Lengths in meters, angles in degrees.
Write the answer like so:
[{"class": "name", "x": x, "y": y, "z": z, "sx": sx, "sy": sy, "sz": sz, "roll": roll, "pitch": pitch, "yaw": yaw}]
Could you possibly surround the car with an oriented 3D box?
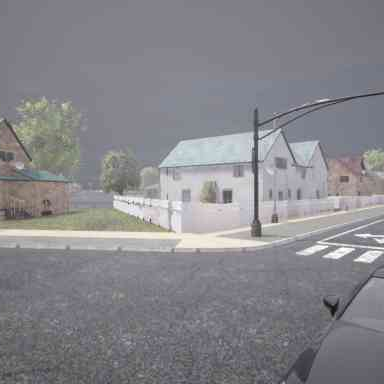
[{"class": "car", "x": 2.542, "y": 1.524, "z": 3.432, "sx": 1.812, "sy": 1.442, "sz": 4.674, "roll": 0, "pitch": 0, "yaw": 42}]
